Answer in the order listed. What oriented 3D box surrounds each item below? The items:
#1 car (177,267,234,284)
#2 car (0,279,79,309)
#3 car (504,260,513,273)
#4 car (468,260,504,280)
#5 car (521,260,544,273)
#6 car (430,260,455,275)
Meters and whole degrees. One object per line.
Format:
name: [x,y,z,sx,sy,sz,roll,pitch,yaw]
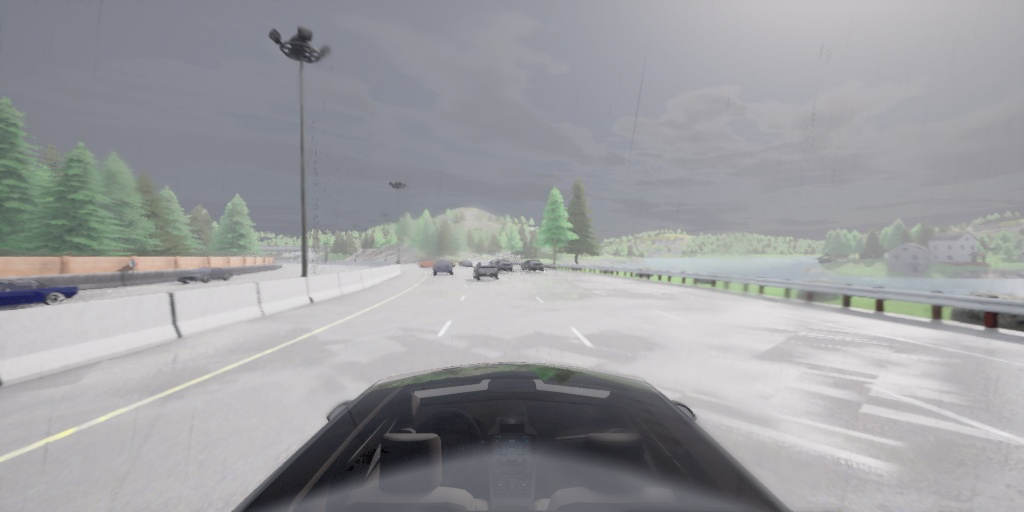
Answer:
car: [-27.615,1.699,32.560,2.033,1.411,5.357,-1,0,-11]
car: [-21.629,1.667,14.944,1.895,1.301,4.718,-1,0,-5]
car: [-1.163,1.263,43.049,1.837,1.490,4.892,0,0,-14]
car: [-2.392,1.270,31.652,2.128,1.511,4.902,-1,0,-11]
car: [2.400,1.211,43.132,1.837,1.490,4.892,0,0,-14]
car: [-8.105,1.214,41.821,2.097,1.767,4.553,-1,0,-14]
